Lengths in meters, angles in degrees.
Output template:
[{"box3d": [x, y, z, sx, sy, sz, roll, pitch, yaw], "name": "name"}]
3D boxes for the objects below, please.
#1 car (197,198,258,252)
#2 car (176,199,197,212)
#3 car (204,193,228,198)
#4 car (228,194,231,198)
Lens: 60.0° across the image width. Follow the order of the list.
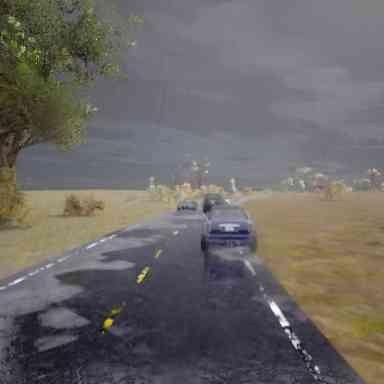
[{"box3d": [1.451, 1.321, 14.017, 2.097, 1.767, 4.553, 0, 0, 3], "name": "car"}, {"box3d": [-0.496, 1.472, 36.952, 1.994, 1.385, 4.181, 0, 0, 8], "name": "car"}, {"box3d": [2.442, 1.138, 35.900, 2.150, 2.045, 5.566, 0, 0, 9], "name": "car"}, {"box3d": [4.454, 1.401, 49.171, 1.812, 1.442, 4.674, 0, 0, 11], "name": "car"}]
